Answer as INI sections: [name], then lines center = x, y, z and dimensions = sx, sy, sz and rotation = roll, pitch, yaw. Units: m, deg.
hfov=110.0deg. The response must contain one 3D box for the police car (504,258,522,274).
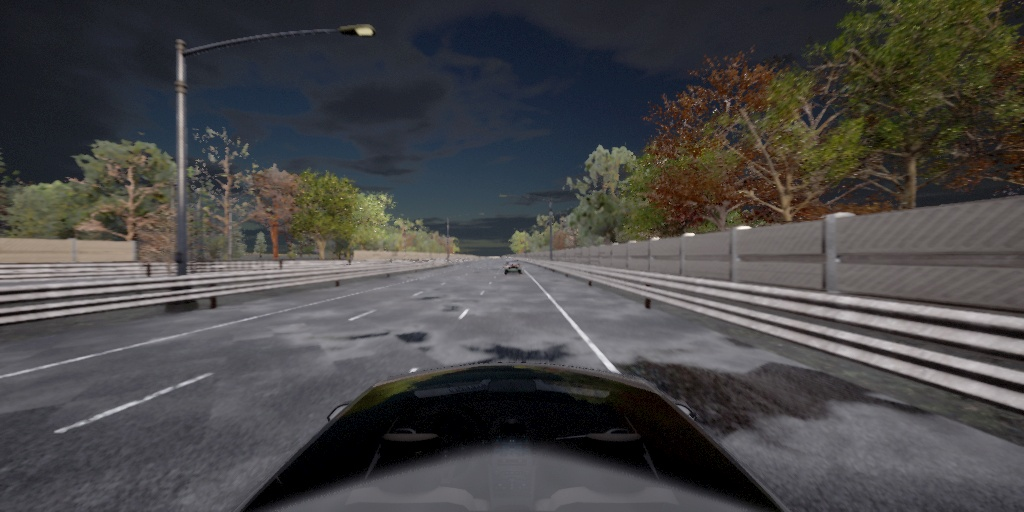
[police car]
center = 0.129, 1.307, 41.891
dimensions = 2.038, 1.542, 4.974
rotation = 0, 0, 0
